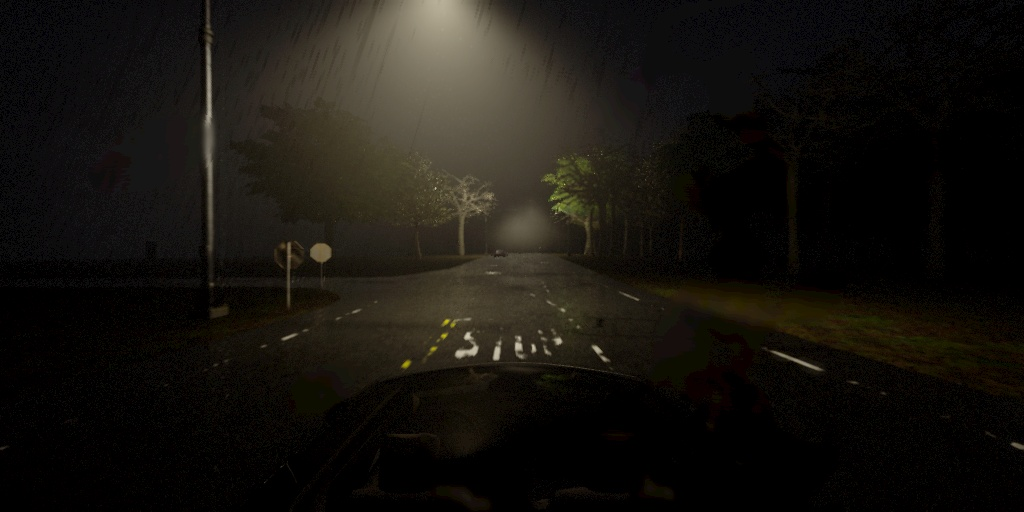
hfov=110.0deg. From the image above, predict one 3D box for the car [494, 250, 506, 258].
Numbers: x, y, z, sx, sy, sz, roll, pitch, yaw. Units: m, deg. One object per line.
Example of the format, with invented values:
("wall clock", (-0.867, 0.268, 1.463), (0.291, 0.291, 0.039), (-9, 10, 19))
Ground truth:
("car", (-2.031, -0.386, 61.838), (1.994, 1.385, 4.181), (0, 2, 2))
